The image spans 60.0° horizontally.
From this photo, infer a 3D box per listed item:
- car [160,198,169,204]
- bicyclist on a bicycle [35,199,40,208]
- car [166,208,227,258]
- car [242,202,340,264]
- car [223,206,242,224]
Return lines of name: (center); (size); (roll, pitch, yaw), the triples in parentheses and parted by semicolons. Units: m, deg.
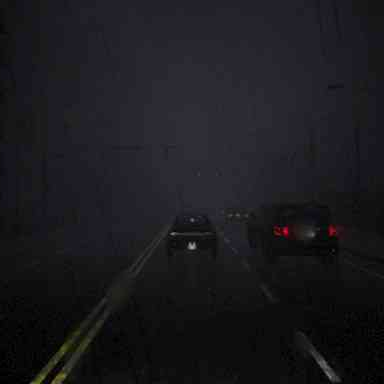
car: (-7.006, 2.293, 85.610); (2.097, 1.767, 4.553); (0, -1, 0)
bicyclist on a bicycle: (-25.302, 1.900, 54.497); (0.582, 1.620, 1.656); (0, 0, 0)
car: (0.016, 1.642, 13.483); (2.128, 1.511, 4.902); (0, 0, 0)
car: (3.507, 1.364, 12.541); (2.150, 2.045, 5.566); (0, 0, 0)
car: (3.603, 1.850, 27.498); (2.033, 1.411, 5.357); (0, -1, 3)
